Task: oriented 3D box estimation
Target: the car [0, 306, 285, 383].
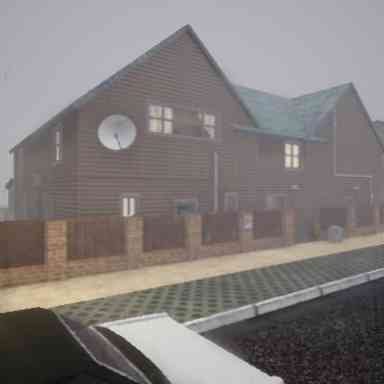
[{"bbox_3d":[-1.689,1.601,1.861,4.718,1.301,1.895,0,0,-35],"label":"car"}]
